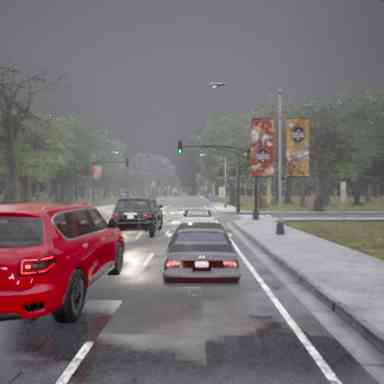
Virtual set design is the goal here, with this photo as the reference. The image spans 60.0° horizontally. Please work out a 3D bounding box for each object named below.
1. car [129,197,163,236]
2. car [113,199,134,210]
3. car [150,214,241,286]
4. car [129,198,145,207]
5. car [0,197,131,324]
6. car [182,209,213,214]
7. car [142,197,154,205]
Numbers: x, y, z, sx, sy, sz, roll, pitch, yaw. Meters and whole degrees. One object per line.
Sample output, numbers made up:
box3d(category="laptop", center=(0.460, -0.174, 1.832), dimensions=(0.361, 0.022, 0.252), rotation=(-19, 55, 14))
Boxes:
box3d(category="car", center=(-2.918, 1.287, 18.612), dimensions=(2.150, 2.045, 5.566), rotation=(0, 0, 1))
box3d(category="car", center=(-9.326, 1.693, 45.760), dimensions=(1.812, 1.442, 4.674), rotation=(0, 0, 1))
box3d(category="car", center=(0.234, 1.579, 9.521), dimensions=(2.033, 1.411, 5.357), rotation=(0, 0, 1))
box3d(category="car", center=(-9.207, 1.736, 56.282), dimensions=(1.812, 1.442, 4.674), rotation=(0, 0, 1))
box3d(category="car", center=(-3.036, 1.245, 7.333), dimensions=(2.150, 2.045, 5.566), rotation=(0, 0, 0))
box3d(category="car", center=(0.336, 1.671, 20.371), dimensions=(1.895, 1.301, 4.718), rotation=(0, 0, 0))
box3d(category="car", center=(-8.992, 1.766, 68.729), dimensions=(1.837, 1.490, 4.892), rotation=(0, 0, 1))
